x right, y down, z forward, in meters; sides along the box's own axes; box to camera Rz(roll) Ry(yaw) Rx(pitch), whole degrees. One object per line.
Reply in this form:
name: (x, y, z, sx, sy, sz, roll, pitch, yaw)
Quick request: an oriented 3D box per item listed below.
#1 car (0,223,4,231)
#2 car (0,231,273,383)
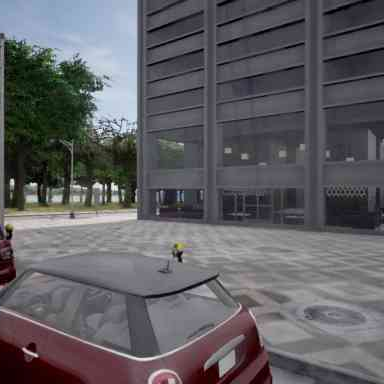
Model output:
car: (-5.715, 1.315, 7.036, 5.009, 1.841, 2.192, 0, 0, 35)
car: (-1.287, 1.440, 3.879, 4.097, 1.590, 1.967, 0, 0, 35)
